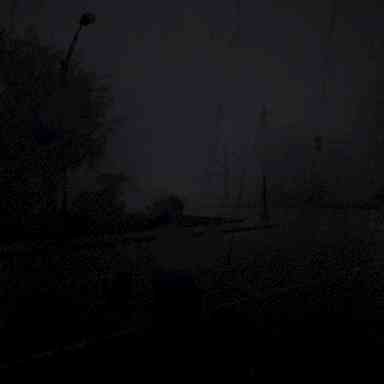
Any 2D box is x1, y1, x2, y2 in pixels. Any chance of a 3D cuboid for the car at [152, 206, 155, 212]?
[{"bbox_3d":[-3.478,1.863,42.730,1.882,1.535,5.008,-1,-2,-32],"label":"car"}]
